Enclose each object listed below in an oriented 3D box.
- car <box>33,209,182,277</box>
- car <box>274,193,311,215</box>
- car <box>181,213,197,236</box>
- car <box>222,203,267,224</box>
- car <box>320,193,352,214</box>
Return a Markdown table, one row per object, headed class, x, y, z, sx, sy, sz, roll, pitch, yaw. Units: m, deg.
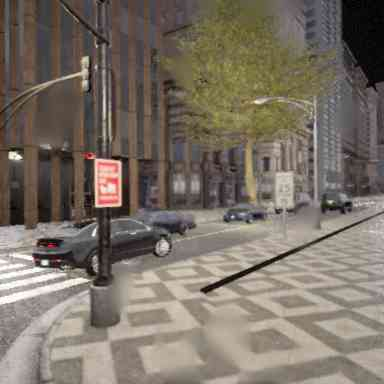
| class | x | y | z | sx | sy | sz | roll | pitch | yaw |
| --- | --- | --- | --- | --- | --- | --- | --- | --- | --- |
| car | -2.567 | 1.560 | 10.726 | 1.837 | 1.490 | 4.892 | -5 | -2 | 32 |
| car | 10.129 | 1.150 | 33.243 | 2.150 | 2.045 | 5.566 | -1 | 0 | 36 |
| car | -1.881 | 1.589 | 16.751 | 2.033 | 1.411 | 5.357 | -1 | 0 | 36 |
| car | 3.974 | 1.546 | 24.803 | 1.994 | 1.385 | 4.181 | -1 | 0 | 36 |
| car | 14.938 | 1.110 | 34.421 | 2.150 | 2.045 | 5.566 | -1 | 0 | 36 |
